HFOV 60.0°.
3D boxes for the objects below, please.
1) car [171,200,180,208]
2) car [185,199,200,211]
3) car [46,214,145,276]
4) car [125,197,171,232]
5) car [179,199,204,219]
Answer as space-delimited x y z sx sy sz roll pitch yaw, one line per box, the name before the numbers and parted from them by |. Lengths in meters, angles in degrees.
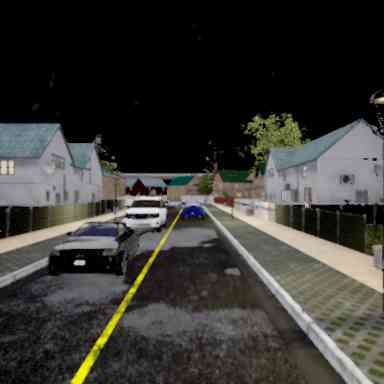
car | -2.818 1.875 53.699 1.895 1.301 4.718 0 0 1
car | 0.077 1.712 45.211 1.882 1.535 5.008 0 0 0
car | -2.854 1.623 10.457 1.994 1.385 4.181 0 0 0
car | -2.812 1.337 21.188 2.150 2.045 5.566 0 0 0
car | 0.087 1.640 30.550 1.882 1.535 5.008 0 0 0
